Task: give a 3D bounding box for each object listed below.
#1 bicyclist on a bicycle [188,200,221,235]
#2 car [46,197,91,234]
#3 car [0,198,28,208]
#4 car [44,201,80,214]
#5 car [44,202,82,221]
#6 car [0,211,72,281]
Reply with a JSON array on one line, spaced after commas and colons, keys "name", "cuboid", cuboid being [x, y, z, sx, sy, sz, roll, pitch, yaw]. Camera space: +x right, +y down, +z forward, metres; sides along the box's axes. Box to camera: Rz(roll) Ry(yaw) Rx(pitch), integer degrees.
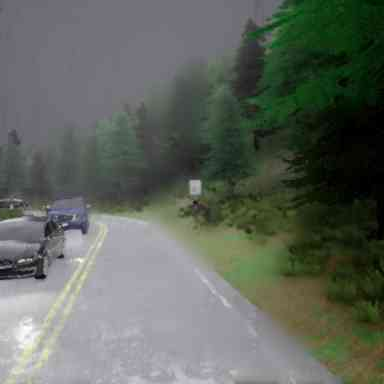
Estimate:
[{"name": "bicyclist on a bicycle", "cuboid": [0.481, 1.138, 15.868, 1.656, 1.620, 0.582, -16, 2, -12]}, {"name": "car", "cuboid": [-7.264, 1.329, 19.845, 2.150, 2.045, 5.566, -1, 0, -15]}, {"name": "car", "cuboid": [-24.164, 1.574, 44.348, 5.008, 1.535, 1.882, 1, -3, 22]}, {"name": "car", "cuboid": [-15.129, 1.793, 38.587, 4.718, 1.301, 1.895, 0, -2, 41]}, {"name": "car", "cuboid": [-11.560, 1.651, 29.603, 2.033, 1.411, 5.357, 1, -1, -34]}, {"name": "car", "cuboid": [-5.062, 1.578, 10.081, 1.837, 1.490, 4.892, -1, 0, -12]}]
